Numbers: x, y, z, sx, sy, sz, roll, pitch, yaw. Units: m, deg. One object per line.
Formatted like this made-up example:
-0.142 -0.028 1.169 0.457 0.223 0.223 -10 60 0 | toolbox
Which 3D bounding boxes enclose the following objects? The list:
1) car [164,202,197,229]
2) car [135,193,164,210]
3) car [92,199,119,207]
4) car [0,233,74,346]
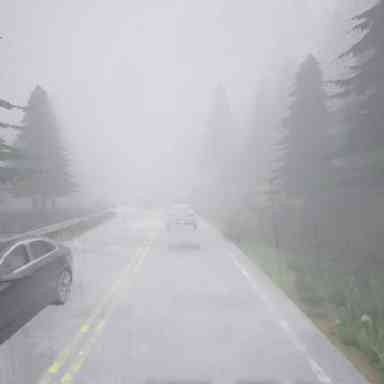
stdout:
-0.728 1.498 21.528 1.812 1.442 4.674 0 0 -4 | car
-5.375 1.171 42.217 2.150 2.045 5.566 -2 1 -29 | car
-11.892 1.714 45.258 1.837 1.490 4.892 -3 0 -45 | car
-3.395 1.489 5.223 2.128 1.511 4.902 0 0 -1 | car
